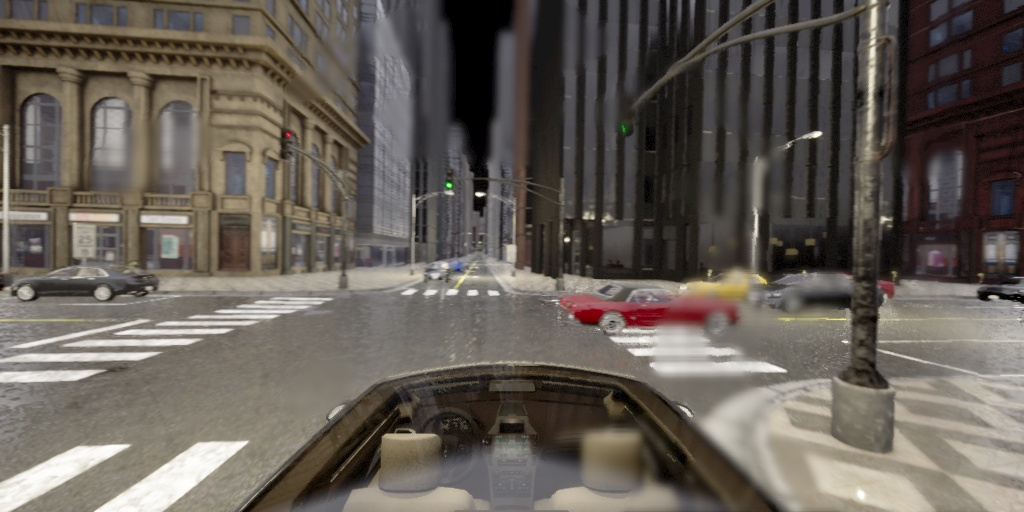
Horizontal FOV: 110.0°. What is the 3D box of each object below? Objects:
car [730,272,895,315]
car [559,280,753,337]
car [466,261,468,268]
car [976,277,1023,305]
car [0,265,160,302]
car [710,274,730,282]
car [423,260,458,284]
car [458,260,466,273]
[{"bbox_3d":[11.723,1.436,14.059,4.902,1.511,2.128,1,1,-5],"label":"car"},{"bbox_3d":[3.859,1.451,10.233,4.718,1.301,1.895,1,1,-5],"label":"car"},{"bbox_3d":[-8.484,1.397,61.533,1.895,1.301,4.718,1,0,-5],"label":"car"},{"bbox_3d":[26.129,1.724,18.065,4.313,1.339,1.948,0,0,-5],"label":"car"},{"bbox_3d":[-16.675,1.015,14.136,4.403,1.370,2.007,0,0,-5],"label":"car"},{"bbox_3d":[10.129,1.417,16.596,4.829,1.417,1.751,0,0,-5],"label":"car"},{"bbox_3d":[-5.545,1.220,27.290,2.128,1.511,4.902,1,0,-5],"label":"car"},{"bbox_3d":[-6.964,1.231,43.454,1.882,1.535,5.008,1,0,-5],"label":"car"}]
